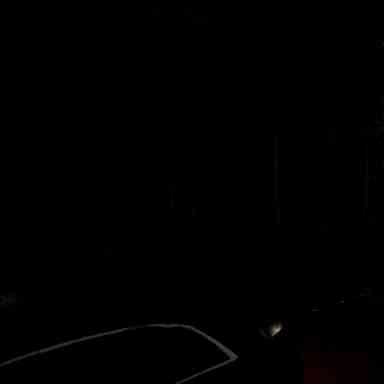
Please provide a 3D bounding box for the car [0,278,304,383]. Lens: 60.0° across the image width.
[{"bbox_3d":[-1.311,1.505,2.136,4.892,1.490,1.837,0,0,-35],"label":"car"}]
